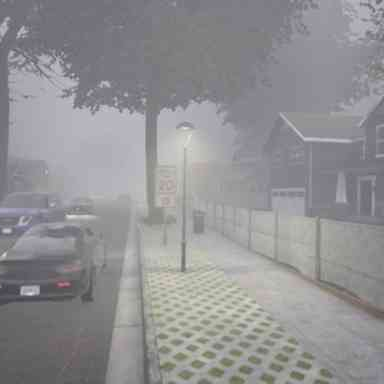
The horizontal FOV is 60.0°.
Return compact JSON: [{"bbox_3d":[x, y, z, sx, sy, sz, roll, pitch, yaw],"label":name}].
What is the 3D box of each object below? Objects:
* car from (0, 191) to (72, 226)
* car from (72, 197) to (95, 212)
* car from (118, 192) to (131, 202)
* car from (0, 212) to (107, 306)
[{"bbox_3d":[-7.145,1.002,14.756,2.150,2.045,5.566,1,1,-10],"label":"car"},{"bbox_3d":[-9.514,1.164,28.645,1.994,1.385,4.181,1,1,-10],"label":"car"},{"bbox_3d":[-10.514,0.778,51.926,1.837,1.490,4.892,1,1,-10],"label":"car"},{"bbox_3d":[-3.063,1.435,7.768,1.812,1.442,4.674,1,1,-10],"label":"car"}]
